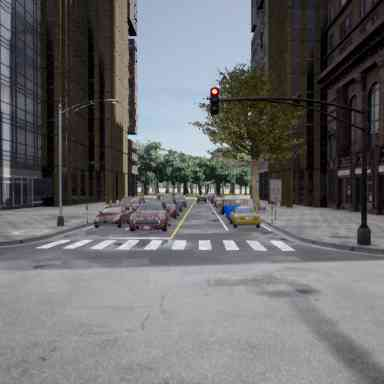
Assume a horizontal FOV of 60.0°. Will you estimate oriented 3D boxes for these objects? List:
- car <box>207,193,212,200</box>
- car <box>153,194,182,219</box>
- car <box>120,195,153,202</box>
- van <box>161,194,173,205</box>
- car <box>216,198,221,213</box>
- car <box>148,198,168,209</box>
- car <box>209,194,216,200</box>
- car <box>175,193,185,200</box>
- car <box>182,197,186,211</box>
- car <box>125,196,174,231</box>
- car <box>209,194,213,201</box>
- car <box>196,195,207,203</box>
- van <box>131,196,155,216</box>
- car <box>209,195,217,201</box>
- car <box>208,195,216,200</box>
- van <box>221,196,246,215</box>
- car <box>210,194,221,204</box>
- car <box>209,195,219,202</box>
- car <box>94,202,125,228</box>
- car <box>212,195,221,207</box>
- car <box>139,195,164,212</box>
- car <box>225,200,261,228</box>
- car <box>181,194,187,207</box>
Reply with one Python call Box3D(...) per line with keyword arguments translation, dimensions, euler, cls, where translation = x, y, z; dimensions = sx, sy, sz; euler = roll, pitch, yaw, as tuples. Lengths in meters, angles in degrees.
Box3D(translation=(4.493, 1.213, 61.437), dimensions=(2.192, 1.841, 5.009), euler=(-1, 0, 2), cls="car")
Box3D(translation=(-2.255, 1.325, 28.988), dimensions=(2.097, 1.767, 4.553), euler=(0, 0, 2), cls="car")
Box3D(translation=(-4.969, 1.291, 27.601), dimensions=(2.192, 1.841, 5.009), euler=(-1, 0, 2), cls="car")
Box3D(translation=(-4.186, 1.254, 55.989), dimensions=(1.690, 1.788, 3.998), euler=(0, 0, 2), cls="van")
Box3D(translation=(3.713, 1.532, 33.053), dimensions=(1.947, 1.339, 4.313), euler=(-1, 0, 2), cls="car")
Box3D(translation=(-4.497, 1.492, 44.635), dimensions=(2.008, 1.369, 4.403), euler=(-1, 0, 2), cls="car")
Box3D(translation=(5.124, 1.358, 84.315), dimensions=(1.752, 1.417, 4.829), euler=(0, 0, 2), cls="car")
Box3D(translation=(-3.248, 1.130, 90.053), dimensions=(2.192, 1.841, 5.009), euler=(0, 0, 2), cls="car")
Box3D(translation=(-2.003, 1.557, 38.056), dimensions=(1.895, 1.301, 4.718), euler=(0, 0, 2), cls="car")
Box3D(translation=(-2.442, 1.338, 20.178), dimensions=(2.097, 1.767, 4.553), euler=(0, 0, 0), cls="car")
Box3D(translation=(4.338, 1.464, 55.761), dimensions=(2.008, 1.369, 4.403), euler=(-1, 0, 2), cls="car")
Box3D(translation=(1.959, 1.391, 65.843), dimensions=(1.837, 1.490, 4.892), euler=(0, 0, 2), cls="car")
Box3D(translation=(-4.812, 1.307, 33.279), dimensions=(1.690, 1.788, 3.998), euler=(-1, 0, 2), cls="van")
Box3D(translation=(4.964, 1.432, 78.469), dimensions=(1.802, 1.307, 4.206), euler=(0, 0, 2), cls="car")
Box3D(translation=(5.276, 1.381, 89.823), dimensions=(1.947, 1.339, 4.313), euler=(0, 0, 2), cls="car")
Box3D(translation=(3.554, 1.317, 27.375), dimensions=(1.690, 1.788, 3.998), euler=(-1, 0, 2), cls="van")
Box3D(translation=(4.182, 1.473, 50.084), dimensions=(1.887, 1.381, 4.507), euler=(-1, 0, 2), cls="car")
Box3D(translation=(4.807, 1.417, 72.791), dimensions=(2.008, 1.369, 4.403), euler=(0, 0, 2), cls="car")
Box3D(translation=(-5.122, 1.566, 21.923), dimensions=(1.802, 1.307, 4.206), euler=(-1, 0, 2), cls="car")
Box3D(translation=(4.030, 1.467, 44.577), dimensions=(1.752, 1.417, 4.829), euler=(-1, 0, 2), cls="car")
Box3D(translation=(-4.655, 1.270, 38.957), dimensions=(2.192, 1.841, 5.009), euler=(-1, 0, 2), cls="car")
Box3D(translation=(3.404, 1.509, 21.867), dimensions=(1.752, 1.417, 4.829), euler=(-1, 0, 2), cls="car")
Box3D(translation=(-1.701, 1.438, 47.979), dimensions=(1.837, 1.490, 4.892), euler=(0, 0, 2), cls="car")
